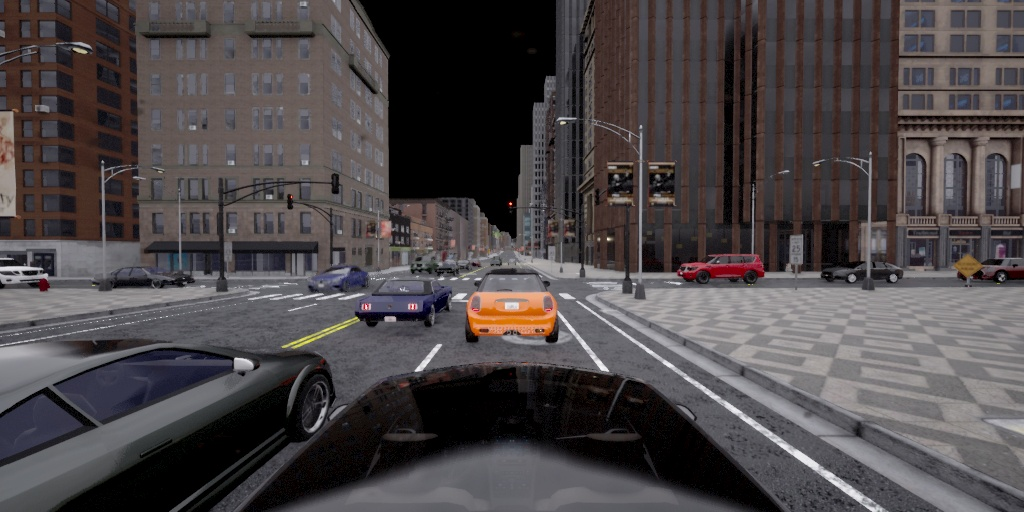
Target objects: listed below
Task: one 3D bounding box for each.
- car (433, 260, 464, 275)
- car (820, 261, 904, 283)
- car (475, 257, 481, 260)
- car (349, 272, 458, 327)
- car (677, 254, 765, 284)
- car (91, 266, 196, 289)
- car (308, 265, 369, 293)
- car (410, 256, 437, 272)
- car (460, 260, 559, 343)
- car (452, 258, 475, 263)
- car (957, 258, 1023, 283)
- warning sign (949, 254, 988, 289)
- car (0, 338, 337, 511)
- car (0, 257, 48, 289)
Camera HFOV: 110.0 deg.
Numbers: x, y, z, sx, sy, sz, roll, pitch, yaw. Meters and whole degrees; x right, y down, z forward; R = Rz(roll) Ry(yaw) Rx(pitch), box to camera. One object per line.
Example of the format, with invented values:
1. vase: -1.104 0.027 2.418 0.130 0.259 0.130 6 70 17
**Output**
1. car: -6.600 1.367 37.548 1.895 1.301 4.718 0 0 -1
2. car: 24.888 1.119 25.588 4.892 1.490 1.837 0 1 0
3. car: -6.590 1.131 62.718 2.097 1.767 4.553 0 0 0
4. car: -3.152 1.350 11.525 1.895 1.301 4.718 0 0 0
5. car: 14.833 0.876 25.549 5.566 2.045 2.150 0 1 0
6. car: -24.114 1.396 23.532 5.357 1.411 2.033 0 1 0
7. car: -9.855 1.278 20.834 1.812 1.442 4.674 0 0 0
8. car: -9.867 0.990 40.737 2.150 2.045 5.566 0 0 0
9. car: 0.008 1.101 9.874 2.097 1.767 4.553 0 0 0
10. car: -6.614 1.280 49.342 1.837 1.490 4.892 0 0 0
11. car: 35.007 0.926 25.621 4.553 1.767 2.097 0 1 0
12. warning sign: 25.173 0.827 19.787 1.060 1.860 1.300 0 0 0
13. car: -3.158 1.314 2.705 1.994 1.385 4.181 0 0 1
14. car: -34.306 1.105 23.585 5.566 2.045 2.150 0 1 0
